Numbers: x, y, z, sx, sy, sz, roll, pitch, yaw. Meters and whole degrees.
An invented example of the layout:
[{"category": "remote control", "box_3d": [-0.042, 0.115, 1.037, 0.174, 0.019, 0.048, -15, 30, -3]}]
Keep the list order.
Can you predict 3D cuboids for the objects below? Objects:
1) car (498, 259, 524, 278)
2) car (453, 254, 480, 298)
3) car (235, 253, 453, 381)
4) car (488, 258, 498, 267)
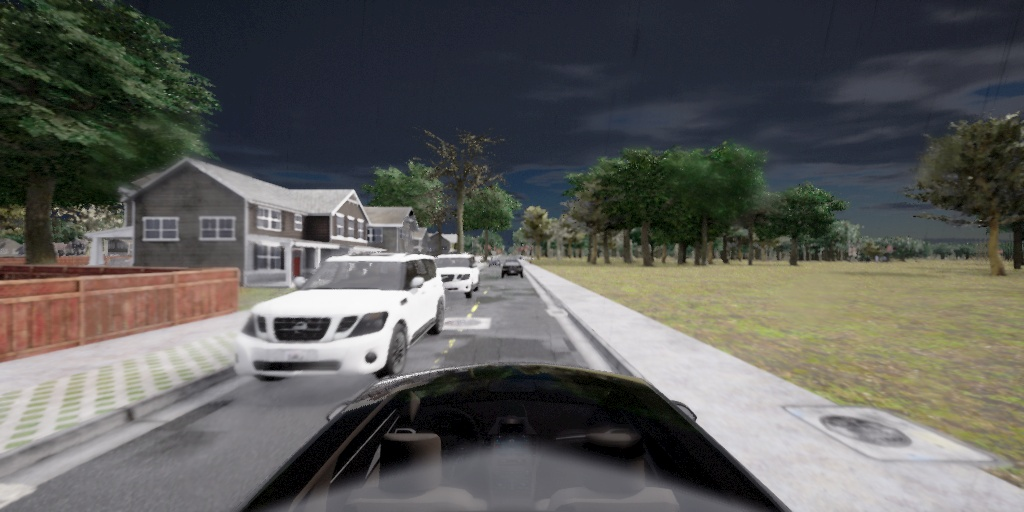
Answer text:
[{"category": "car", "box_3d": [0.037, 1.117, 31.804, 1.882, 1.535, 5.008, 0, 0, 0]}, {"category": "car", "box_3d": [-2.874, 0.915, 18.192, 2.150, 2.045, 5.566, 0, 0, 0]}, {"category": "car", "box_3d": [-2.851, 0.954, 7.496, 2.150, 2.045, 5.566, 0, 0, 0]}, {"category": "car", "box_3d": [-2.922, 1.079, 60.140, 1.994, 1.385, 4.181, 0, 0, 0]}]
